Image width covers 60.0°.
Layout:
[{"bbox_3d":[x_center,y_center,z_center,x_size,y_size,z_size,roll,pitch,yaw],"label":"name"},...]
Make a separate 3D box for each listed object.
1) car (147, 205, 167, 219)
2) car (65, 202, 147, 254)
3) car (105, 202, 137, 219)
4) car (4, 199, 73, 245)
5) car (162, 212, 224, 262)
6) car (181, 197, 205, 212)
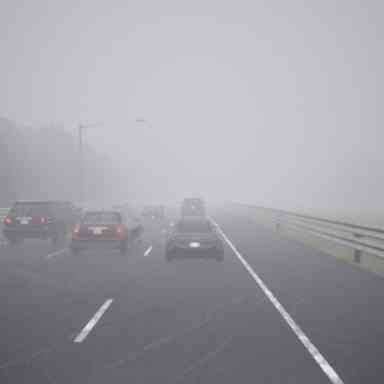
[{"bbox_3d":[-3.402,1.891,31.326,1.895,1.301,4.718,1,0,0],"label":"car"},{"bbox_3d":[-3.409,1.479,14.159,2.097,1.767,4.553,0,-1,0],"label":"car"},{"bbox_3d":[-6.913,1.769,32.954,2.128,1.511,4.902,0,-1,0],"label":"car"},{"bbox_3d":[-6.912,1.371,16.419,2.150,2.045,5.566,0,-1,0],"label":"car"},{"bbox_3d":[0.090,1.679,12.685,1.994,1.385,4.181,0,0,0],"label":"car"},{"bbox_3d":[0.095,1.522,32.019,2.150,2.045,5.566,0,-1,0],"label":"car"}]
